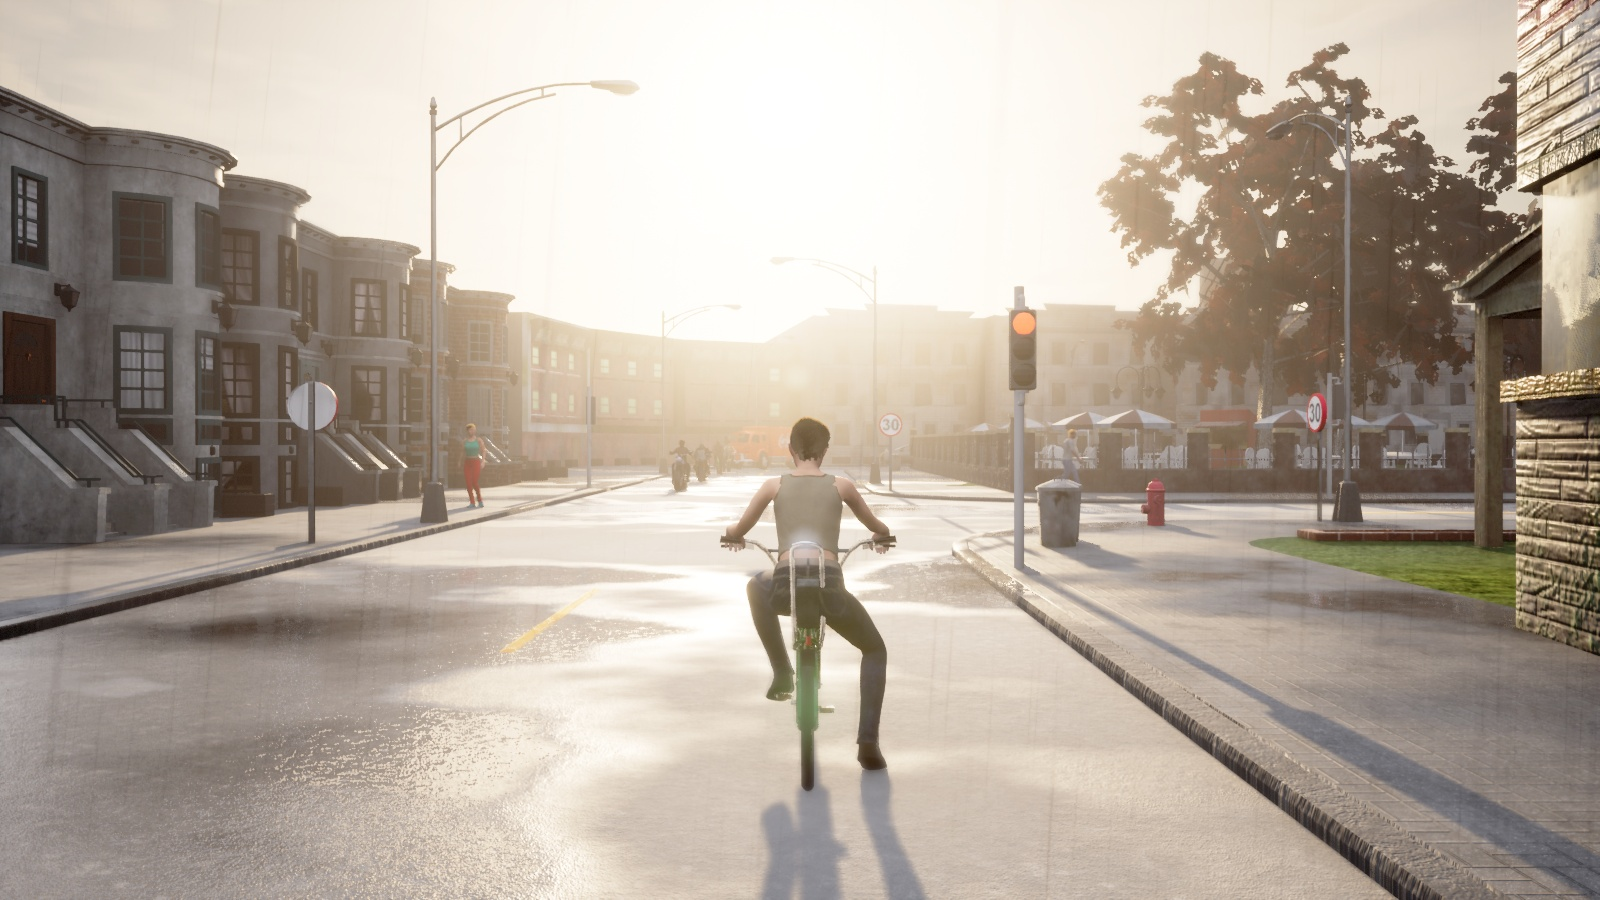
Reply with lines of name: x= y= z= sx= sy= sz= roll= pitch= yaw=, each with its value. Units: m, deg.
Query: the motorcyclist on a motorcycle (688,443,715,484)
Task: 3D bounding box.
motorcyclist on a motorcycle: x=-3.774 y=0.505 z=48.370 sx=0.866 sy=1.530 sz=2.191 roll=0 pitch=0 yaw=0

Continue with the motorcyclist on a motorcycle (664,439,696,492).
motorcyclist on a motorcycle: x=-3.807 y=0.468 z=40.019 sx=0.766 sy=1.649 sz=2.350 roll=0 pitch=0 yaw=0

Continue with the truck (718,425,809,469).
truck: x=-2.068 y=-0.143 z=72.637 sx=2.627 sy=2.467 sz=5.204 roll=0 pitch=0 yaw=35

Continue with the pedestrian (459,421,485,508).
pedestrian: x=-7.012 y=0.299 z=26.847 sx=0.345 sy=1.836 sz=0.594 roll=0 pitch=0 yaw=6

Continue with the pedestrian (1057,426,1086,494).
pedestrian: x=7.413 y=0.268 z=34.308 sx=0.706 sy=1.836 sz=0.354 roll=0 pitch=0 yaw=2

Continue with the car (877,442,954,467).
car: x=7.129 y=0.260 z=77.907 sx=4.514 sy=1.525 sz=2.007 roll=0 pitch=0 yaw=-1

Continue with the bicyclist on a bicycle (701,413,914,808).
bicyclist on a bicycle: x=0.037 y=0.650 z=5.875 sx=0.866 sy=1.612 sz=1.509 roll=0 pitch=0 yaw=0
